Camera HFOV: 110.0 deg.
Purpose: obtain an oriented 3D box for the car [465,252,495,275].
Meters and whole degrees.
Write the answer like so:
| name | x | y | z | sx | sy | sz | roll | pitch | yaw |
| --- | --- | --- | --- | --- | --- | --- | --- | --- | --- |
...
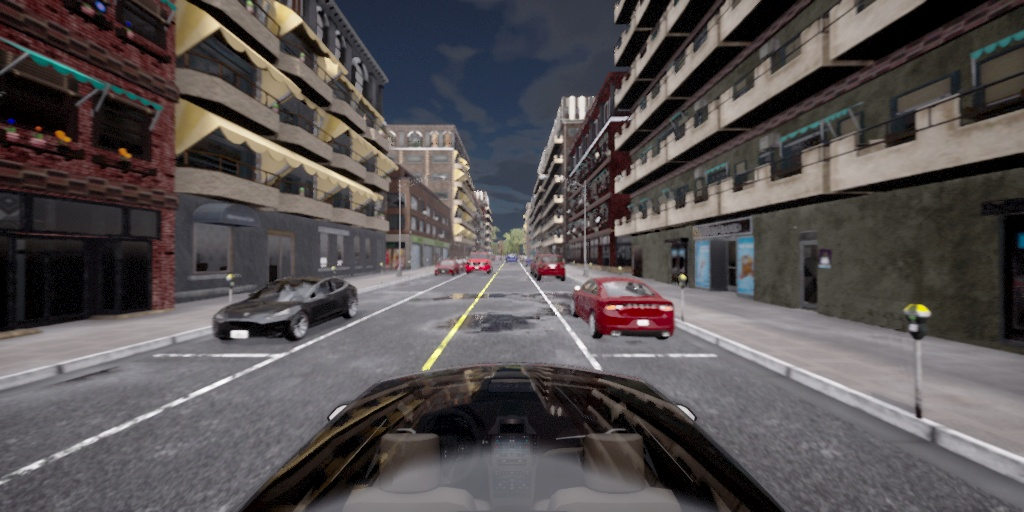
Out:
| name | x | y | z | sx | sy | sz | roll | pitch | yaw |
| --- | --- | --- | --- | --- | --- | --- | --- | --- | --- |
| car | -3.097 | 0.654 | 34.252 | 2.150 | 2.045 | 5.566 | 0 | 1 | 0 |

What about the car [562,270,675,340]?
| name | x | y | z | sx | sy | sz | roll | pitch | yaw |
| --- | --- | --- | --- | --- | --- | --- | --- | --- | --- |
| car | 2.691 | 1.218 | 9.622 | 1.888 | 1.381 | 4.507 | 0 | 0 | 0 |

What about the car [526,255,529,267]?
| name | x | y | z | sx | sy | sz | roll | pitch | yaw |
| --- | --- | --- | --- | --- | --- | --- | --- | --- | --- |
| car | 2.692 | 0.770 | 31.905 | 2.192 | 1.841 | 5.009 | 0 | 0 | 0 |

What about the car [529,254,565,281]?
| name | x | y | z | sx | sy | sz | roll | pitch | yaw |
| --- | --- | --- | --- | --- | --- | --- | --- | --- | --- |
| car | 2.692 | 0.824 | 26.335 | 2.192 | 1.841 | 5.009 | 0 | 0 | 0 |

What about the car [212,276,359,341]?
| name | x | y | z | sx | sy | sz | roll | pitch | yaw |
| --- | --- | --- | --- | --- | --- | --- | --- | --- | --- |
| car | -5.690 | 1.238 | 9.662 | 1.948 | 1.339 | 4.313 | 0 | 0 | 0 |

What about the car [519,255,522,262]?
| name | x | y | z | sx | sy | sz | roll | pitch | yaw |
| --- | --- | --- | --- | --- | --- | --- | --- | --- | --- |
| car | 2.693 | 0.683 | 65.331 | 2.007 | 1.370 | 4.403 | 0 | 0 | 0 |

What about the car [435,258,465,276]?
| name | x | y | z | sx | sy | sz | roll | pitch | yaw |
| --- | --- | --- | --- | --- | --- | --- | --- | --- | --- |
| car | -5.689 | 1.000 | 31.946 | 1.888 | 1.381 | 4.507 | 0 | 0 | 0 |

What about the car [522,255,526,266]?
| name | x | y | z | sx | sy | sz | roll | pitch | yaw |
| --- | --- | --- | --- | --- | --- | --- | --- | --- | --- |
| car | 3.002 | 0.609 | 52.346 | 2.097 | 1.767 | 4.553 | 0 | 1 | 0 |
